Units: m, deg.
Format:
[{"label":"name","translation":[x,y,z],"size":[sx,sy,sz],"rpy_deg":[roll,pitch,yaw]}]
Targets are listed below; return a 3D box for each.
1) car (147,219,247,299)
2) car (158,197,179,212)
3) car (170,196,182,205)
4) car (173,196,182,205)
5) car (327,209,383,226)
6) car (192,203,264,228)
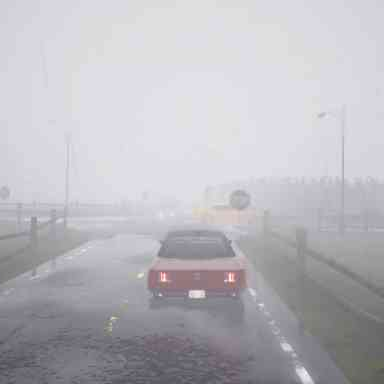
[{"label":"car","translation":[0.094,1.602,8.376],"size":[1.895,1.301,4.718],"rpy_deg":[0,0,0]},{"label":"car","translation":[-2.888,1.582,39.326],"size":[1.994,1.385,4.181],"rpy_deg":[0,0,-1]},{"label":"car","translation":[-2.869,1.521,61.411],"size":[1.882,1.535,5.008],"rpy_deg":[0,0,1]},{"label":"car","translation":[-2.886,1.577,49.578],"size":[2.033,1.411,5.357],"rpy_deg":[0,0,0]},{"label":"car","translation":[12.951,1.955,25.819],"size":[4.718,1.301,1.895],"rpy_deg":[1,-1,2]},{"label":"car","translation":[2.538,1.535,22.906],"size":[5.008,1.535,1.882],"rpy_deg":[2,0,0]}]
